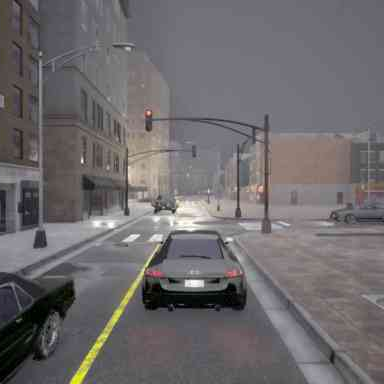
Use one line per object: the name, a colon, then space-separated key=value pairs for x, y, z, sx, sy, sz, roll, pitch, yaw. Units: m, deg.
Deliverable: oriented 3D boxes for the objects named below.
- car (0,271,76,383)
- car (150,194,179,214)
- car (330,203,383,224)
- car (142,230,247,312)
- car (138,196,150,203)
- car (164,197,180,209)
car: x=-2.828 y=1.601 z=3.202 sx=1.895 sy=1.301 sz=4.718 roll=0 pitch=0 yaw=0
car: x=-2.831 y=1.232 z=36.180 sx=2.150 sy=2.045 sz=5.566 roll=0 pitch=0 yaw=0
car: x=12.059 y=1.515 z=23.606 sx=4.181 sy=1.385 sz=1.994 roll=0 pitch=0 yaw=0
car: x=0.053 y=1.564 z=7.799 sx=1.994 sy=1.385 sz=4.181 roll=0 pitch=0 yaw=0
car: x=-8.963 y=1.596 z=69.975 sx=4.674 sy=1.442 sz=1.812 roll=0 pitch=0 yaw=9
car: x=-2.819 y=1.494 z=47.290 sx=1.882 sy=1.535 sz=5.008 roll=0 pitch=0 yaw=0
